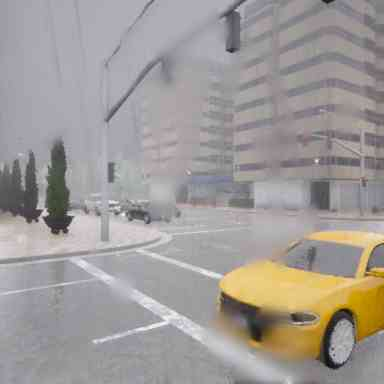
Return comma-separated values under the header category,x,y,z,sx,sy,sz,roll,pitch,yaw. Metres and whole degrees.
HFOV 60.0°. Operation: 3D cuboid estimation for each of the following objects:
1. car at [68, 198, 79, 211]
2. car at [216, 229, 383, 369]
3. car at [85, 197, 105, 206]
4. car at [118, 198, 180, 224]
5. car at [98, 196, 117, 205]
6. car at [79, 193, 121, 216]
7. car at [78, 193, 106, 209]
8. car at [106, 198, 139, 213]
category,x,y,z,sx,sy,sz,roll,pitch,yaw
car,-14.576,1.524,40.789,1.812,1.442,4.674,0,0,-35
car,2.679,1.477,5.912,5.008,1.535,1.882,0,0,-36
car,-16.401,1.561,55.948,1.994,1.385,4.181,0,0,-35
car,-3.296,1.490,24.684,2.128,1.511,4.902,0,0,-35
car,-15.554,1.523,60.837,1.812,1.442,4.674,0,0,-35
car,-8.956,1.220,32.767,2.150,2.045,5.566,0,0,-35
car,-13.834,1.219,45.878,2.150,2.045,5.566,0,0,-34
car,-7.926,1.503,37.401,1.837,1.490,4.892,0,0,-35
